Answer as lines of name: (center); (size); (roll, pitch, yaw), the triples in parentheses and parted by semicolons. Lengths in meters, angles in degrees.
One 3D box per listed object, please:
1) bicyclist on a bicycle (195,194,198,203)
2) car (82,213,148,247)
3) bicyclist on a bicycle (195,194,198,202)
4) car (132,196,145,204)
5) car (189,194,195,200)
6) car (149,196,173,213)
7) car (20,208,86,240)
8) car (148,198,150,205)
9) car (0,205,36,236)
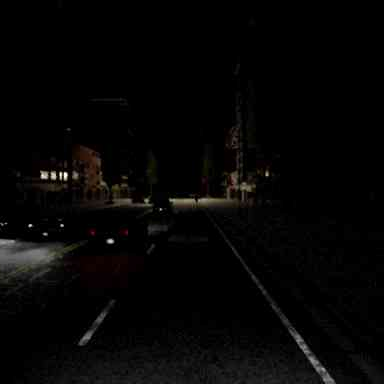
bicyclist on a bicycle: (0.889, 1.383, 63.829); (0.866, 1.612, 1.509); (0, 0, 0)
car: (-3.148, 1.598, 15.069); (1.895, 1.301, 4.718); (0, 0, 0)
bicyclist on a bicycle: (0.893, 1.302, 72.827); (0.659, 1.776, 1.843); (0, 0, 0)
car: (-9.767, 1.499, 61.111); (2.033, 1.411, 5.357); (0, 0, 1)
car: (-0.001, 1.353, 91.224); (1.837, 1.490, 4.892); (0, 0, 0)
car: (-3.149, 1.491, 36.114); (1.837, 1.490, 4.892); (0, 0, 0)
car: (-6.600, 1.598, 17.199); (1.895, 1.301, 4.718); (0, 0, 0)
car: (-6.539, 1.433, 58.413); (1.882, 1.535, 5.008); (0, 0, 1)
car: (-9.849, 1.501, 18.300); (1.837, 1.490, 4.892); (0, 0, 0)
